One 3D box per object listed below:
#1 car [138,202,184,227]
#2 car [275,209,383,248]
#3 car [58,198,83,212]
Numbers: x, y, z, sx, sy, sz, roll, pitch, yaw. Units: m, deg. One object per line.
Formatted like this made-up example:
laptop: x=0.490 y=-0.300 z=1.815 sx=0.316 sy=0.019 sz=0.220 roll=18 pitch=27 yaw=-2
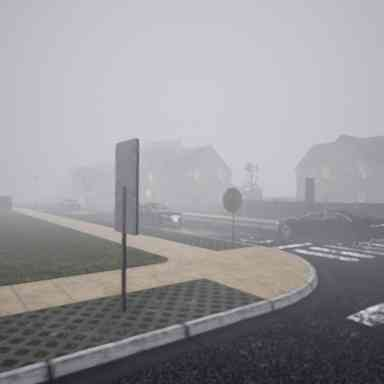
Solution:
car: x=-2.443 y=1.470 z=22.607 sx=2.128 sy=1.511 sz=4.902 roll=1 pitch=0 yaw=-36
car: x=6.057 y=1.511 z=14.916 sx=2.128 sy=1.511 sz=4.902 roll=-1 pitch=0 yaw=-40
car: x=-14.408 y=1.494 z=39.137 sx=1.837 sy=1.490 sz=4.892 roll=1 pitch=-1 yaw=-36
